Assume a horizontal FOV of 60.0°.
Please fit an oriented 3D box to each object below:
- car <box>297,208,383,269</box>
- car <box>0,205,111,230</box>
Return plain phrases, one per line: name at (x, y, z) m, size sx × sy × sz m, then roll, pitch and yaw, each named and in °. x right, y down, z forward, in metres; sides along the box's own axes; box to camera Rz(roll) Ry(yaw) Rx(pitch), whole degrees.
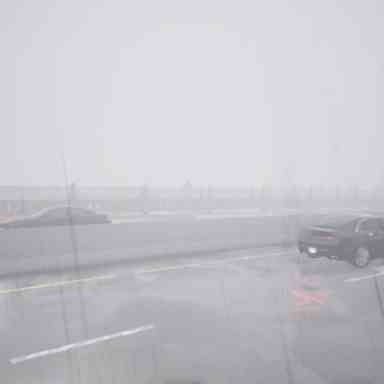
car at (5.692, 1.484, 11.056) m, size 4.892 × 1.490 × 1.837 m, roll 0°, pitch 0°, yaw -29°
car at (-6.525, 1.406, 16.231) m, size 5.008 × 1.535 × 1.882 m, roll 0°, pitch 0°, yaw -33°
